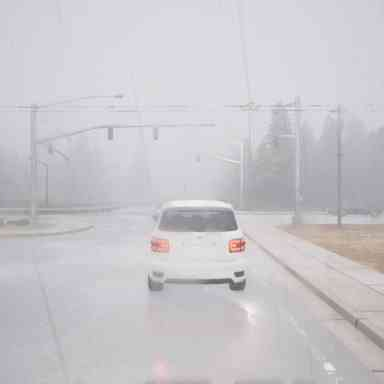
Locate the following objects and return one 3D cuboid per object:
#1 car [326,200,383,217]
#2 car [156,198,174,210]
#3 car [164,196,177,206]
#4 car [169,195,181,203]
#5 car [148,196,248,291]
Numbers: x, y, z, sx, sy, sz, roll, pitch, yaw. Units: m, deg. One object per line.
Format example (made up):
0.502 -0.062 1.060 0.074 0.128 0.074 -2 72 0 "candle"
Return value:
14.898 1.518 30.544 4.902 1.511 2.128 0 0 1 "car"
-3.593 1.547 44.990 2.033 1.411 5.357 0 0 0 "car"
-3.566 1.505 55.177 1.837 1.490 4.892 0 0 0 "car"
-3.368 1.492 68.446 2.128 1.511 4.902 0 0 1 "car"
0.067 1.218 9.137 2.150 2.045 5.566 0 0 -2 "car"
